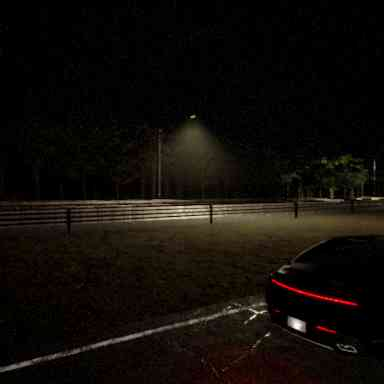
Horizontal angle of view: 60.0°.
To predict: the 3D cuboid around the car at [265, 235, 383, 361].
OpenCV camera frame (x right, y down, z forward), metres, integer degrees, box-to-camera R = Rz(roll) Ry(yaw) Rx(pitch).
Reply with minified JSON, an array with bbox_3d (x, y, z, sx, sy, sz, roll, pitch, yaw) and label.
[{"bbox_3d":[3.433,1.518,5.778,4.892,1.490,1.837,0,0,-33],"label":"car"}]
